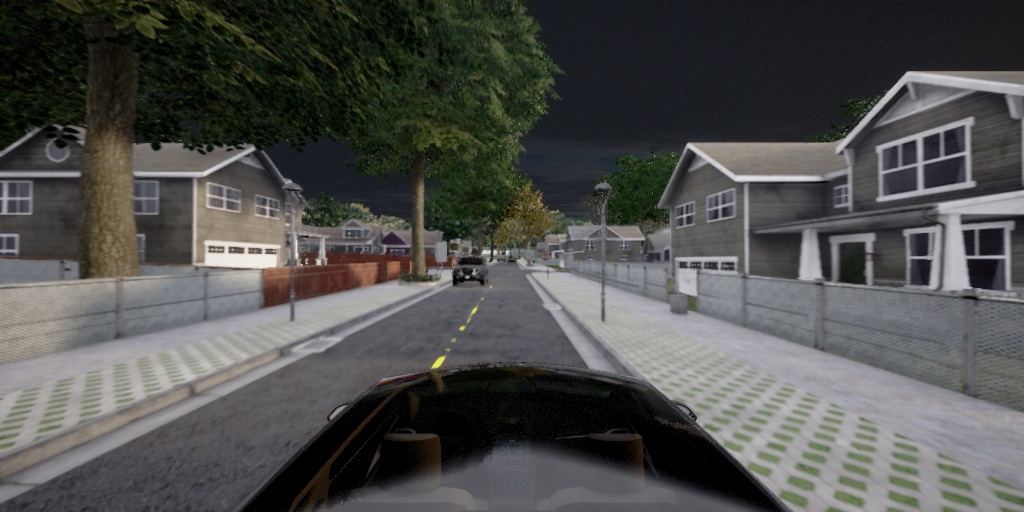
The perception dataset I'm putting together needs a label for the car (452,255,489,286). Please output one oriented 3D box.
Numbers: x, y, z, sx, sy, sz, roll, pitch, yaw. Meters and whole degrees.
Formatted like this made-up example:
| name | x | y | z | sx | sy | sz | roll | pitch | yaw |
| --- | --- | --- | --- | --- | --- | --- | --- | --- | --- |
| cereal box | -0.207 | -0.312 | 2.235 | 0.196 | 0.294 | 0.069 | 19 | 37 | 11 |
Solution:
| name | x | y | z | sx | sy | sz | roll | pitch | yaw |
| --- | --- | --- | --- | --- | --- | --- | --- | --- | --- |
| car | -2.826 | 0.976 | 25.562 | 2.150 | 2.045 | 5.566 | 0 | 0 | 0 |
